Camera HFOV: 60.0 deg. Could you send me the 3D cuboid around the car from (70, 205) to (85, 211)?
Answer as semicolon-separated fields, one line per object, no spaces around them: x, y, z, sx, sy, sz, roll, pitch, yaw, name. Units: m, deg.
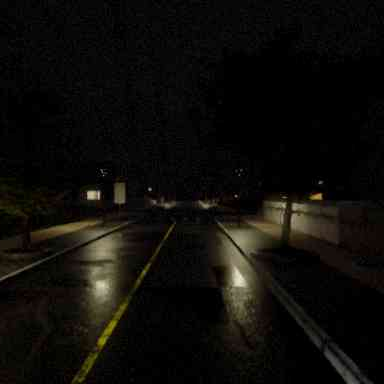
-16.233;1.883;42.868;4.718;1.301;1.895;0;-1;14;car
